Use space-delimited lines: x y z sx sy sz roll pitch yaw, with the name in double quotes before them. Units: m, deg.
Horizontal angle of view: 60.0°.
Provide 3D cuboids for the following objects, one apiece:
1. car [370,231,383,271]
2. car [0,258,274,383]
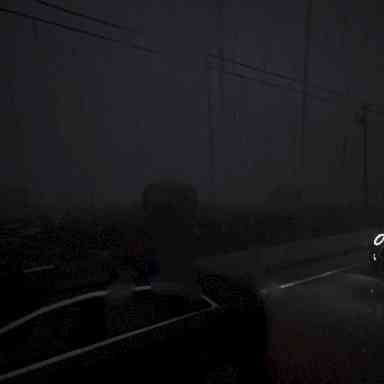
"car" 6.842 1.206 9.127 4.553 1.767 2.097 -1 1 -37
"car" -1.355 1.487 2.997 4.902 1.511 2.128 -1 0 -37
